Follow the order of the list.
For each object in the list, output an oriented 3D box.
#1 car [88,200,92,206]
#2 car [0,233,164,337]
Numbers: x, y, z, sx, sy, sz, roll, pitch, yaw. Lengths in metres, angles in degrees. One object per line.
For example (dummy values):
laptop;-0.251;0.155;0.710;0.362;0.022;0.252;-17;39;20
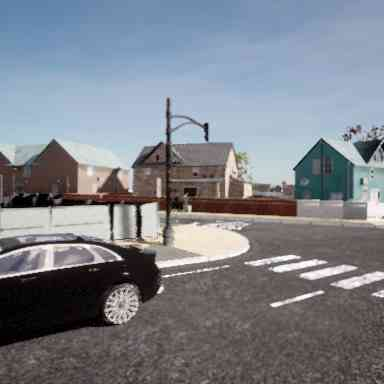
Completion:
car;-7.367;1.229;23.351;4.718;1.301;1.895;1;0;19
car;-2.830;1.501;5.536;4.902;1.511;2.128;1;0;-35
